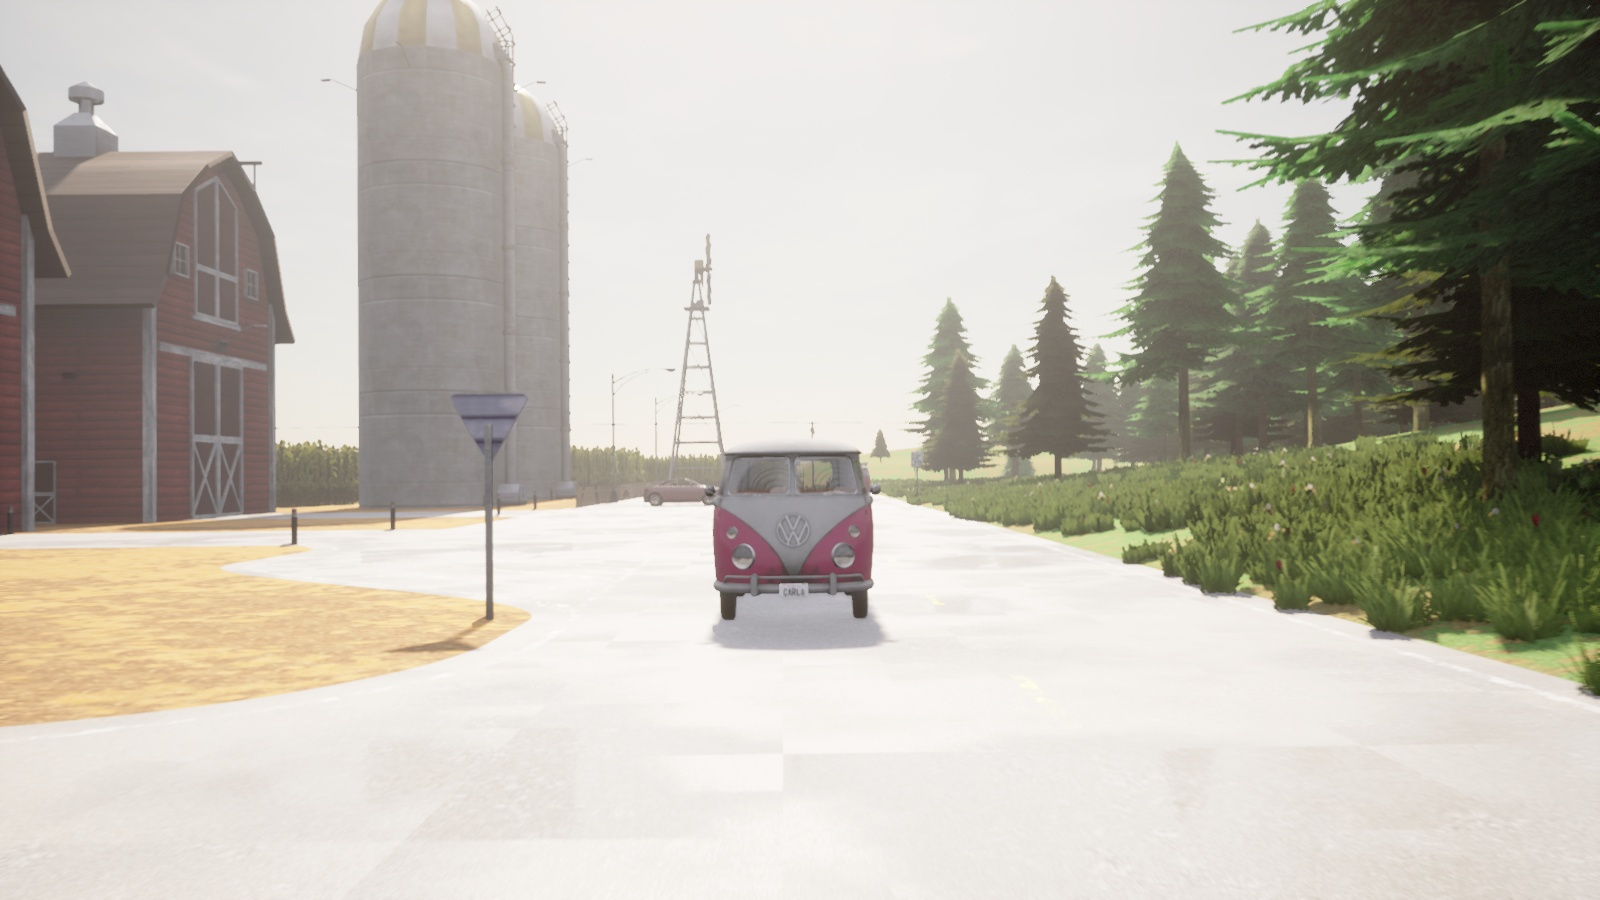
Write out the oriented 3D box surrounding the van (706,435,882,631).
[{"bbox_3d":[-0.069,0.897,15.157,1.775,1.987,4.442,-1,-1,0],"label":"van"}]
